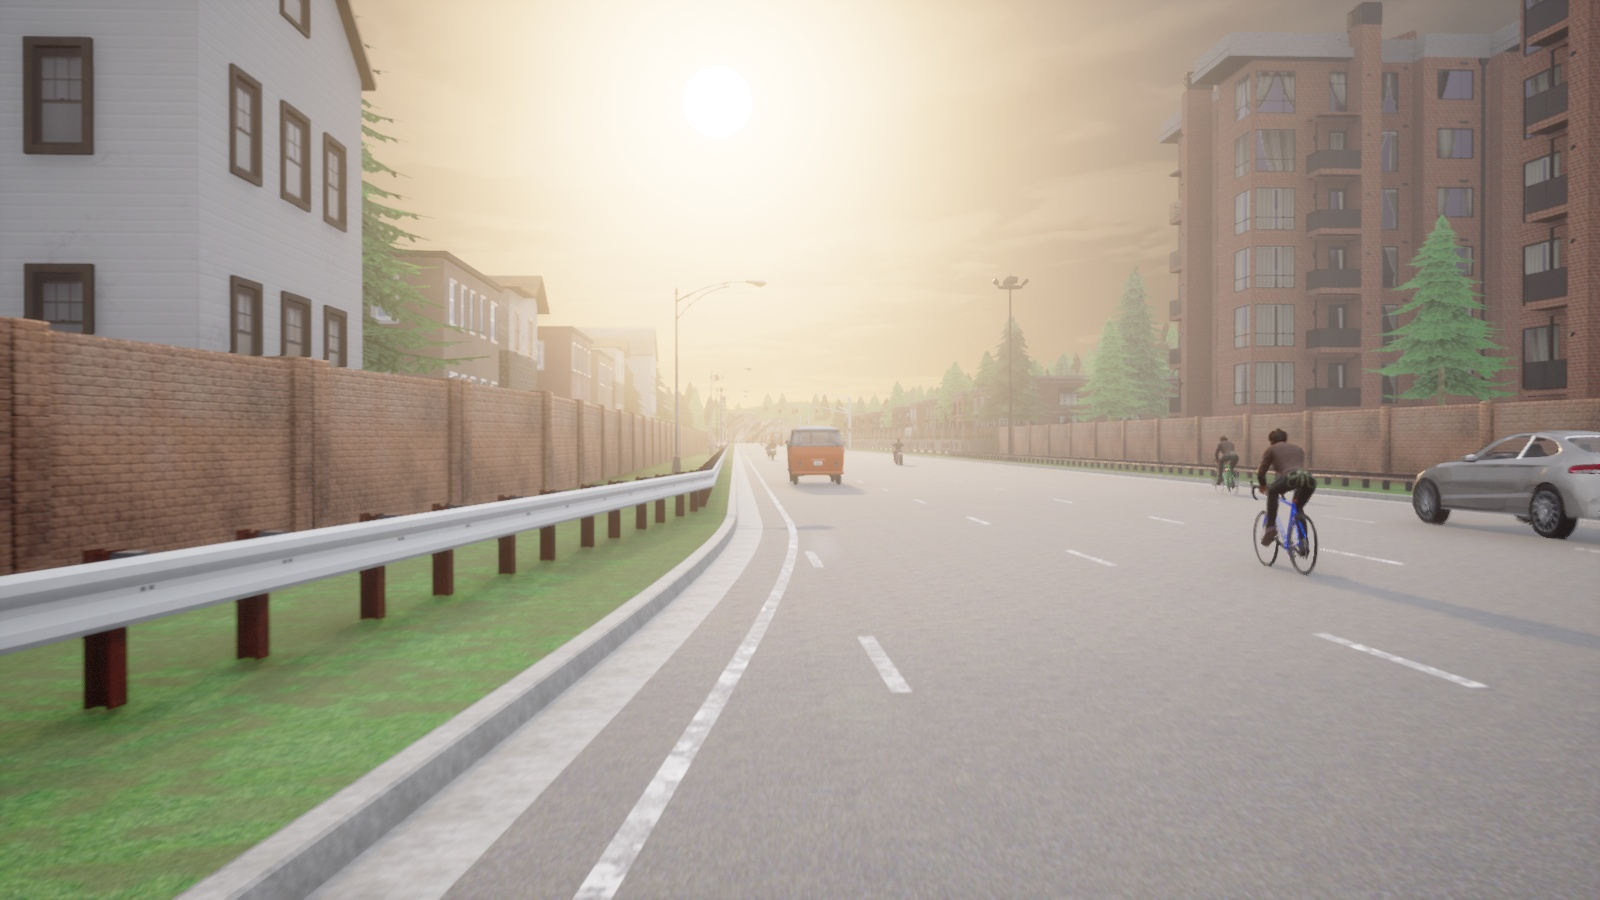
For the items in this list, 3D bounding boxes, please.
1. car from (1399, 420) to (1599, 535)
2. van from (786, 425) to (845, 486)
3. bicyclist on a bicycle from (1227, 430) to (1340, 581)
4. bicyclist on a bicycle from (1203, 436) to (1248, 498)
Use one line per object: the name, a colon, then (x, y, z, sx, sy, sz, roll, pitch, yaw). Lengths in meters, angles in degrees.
car: (12.185, 0.379, 20.574, 2.152, 1.651, 5.027, 0, 0, -3)
van: (0.476, 0.168, 43.720, 1.775, 1.987, 4.442, 0, 0, -3)
bicyclist on a bicycle: (5.497, 0.595, 14.364, 0.582, 1.620, 1.656, 0, 0, -3)
bicyclist on a bicycle: (11.492, 0.451, 33.986, 0.582, 1.620, 1.656, 0, 0, -3)
